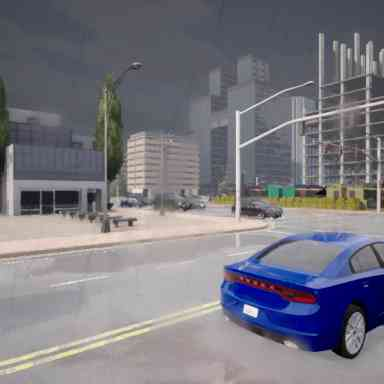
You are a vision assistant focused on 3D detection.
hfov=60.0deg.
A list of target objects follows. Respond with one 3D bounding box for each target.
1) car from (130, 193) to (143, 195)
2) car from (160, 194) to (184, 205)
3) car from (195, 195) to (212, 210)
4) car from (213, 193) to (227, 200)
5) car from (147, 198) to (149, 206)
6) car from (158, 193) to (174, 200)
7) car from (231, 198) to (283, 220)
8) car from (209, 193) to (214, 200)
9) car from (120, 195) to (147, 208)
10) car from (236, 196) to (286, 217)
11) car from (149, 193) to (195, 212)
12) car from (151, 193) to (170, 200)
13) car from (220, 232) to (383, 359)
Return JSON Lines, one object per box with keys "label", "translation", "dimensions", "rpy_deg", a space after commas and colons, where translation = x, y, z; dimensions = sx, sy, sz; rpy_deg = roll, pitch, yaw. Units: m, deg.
{"label": "car", "translation": [-12.121, 1.225, 70.345], "dimensions": [2.150, 2.045, 5.566], "rpy_deg": [0, 0, -36]}
{"label": "car", "translation": [-3.514, 1.355, 58.698], "dimensions": [2.097, 1.767, 4.553], "rpy_deg": [0, 0, -35]}
{"label": "car", "translation": [-0.169, 1.493, 41.924], "dimensions": [2.128, 1.511, 4.902], "rpy_deg": [0, 0, -36]}
{"label": "car", "translation": [7.037, 1.395, 69.339], "dimensions": [3.806, 1.475, 1.970], "rpy_deg": [0, 0, -38]}
{"label": "car", "translation": [-7.005, 1.564, 51.302], "dimensions": [1.994, 1.385, 4.181], "rpy_deg": [0, 0, -36]}
{"label": "car", "translation": [-6.728, 1.156, 87.162], "dimensions": [3.866, 1.878, 1.905], "rpy_deg": [0, 0, -38]}
{"label": "car", "translation": [5.401, 1.505, 28.358], "dimensions": [1.837, 1.490, 4.892], "rpy_deg": [0, 0, -36]}
{"label": "car", "translation": [5.279, 1.156, 71.640], "dimensions": [3.866, 1.878, 1.905], "rpy_deg": [0, 0, -38]}
{"label": "car", "translation": [-8.806, 1.526, 47.846], "dimensions": [1.812, 1.442, 4.674], "rpy_deg": [0, 0, -36]}
{"label": "car", "translation": [6.650, 1.352, 32.638], "dimensions": [2.097, 1.767, 4.553], "rpy_deg": [0, 0, -37]}
{"label": "car", "translation": [-2.497, 1.223, 39.175], "dimensions": [2.150, 2.045, 5.566], "rpy_deg": [0, 0, -36]}
{"label": "car", "translation": [-8.451, 1.153, 89.487], "dimensions": [4.605, 1.855, 1.932], "rpy_deg": [0, 0, -38]}
{"label": "car", "translation": [2.744, 1.478, 6.100], "dimensions": [5.008, 1.535, 1.882], "rpy_deg": [0, 0, -38]}
